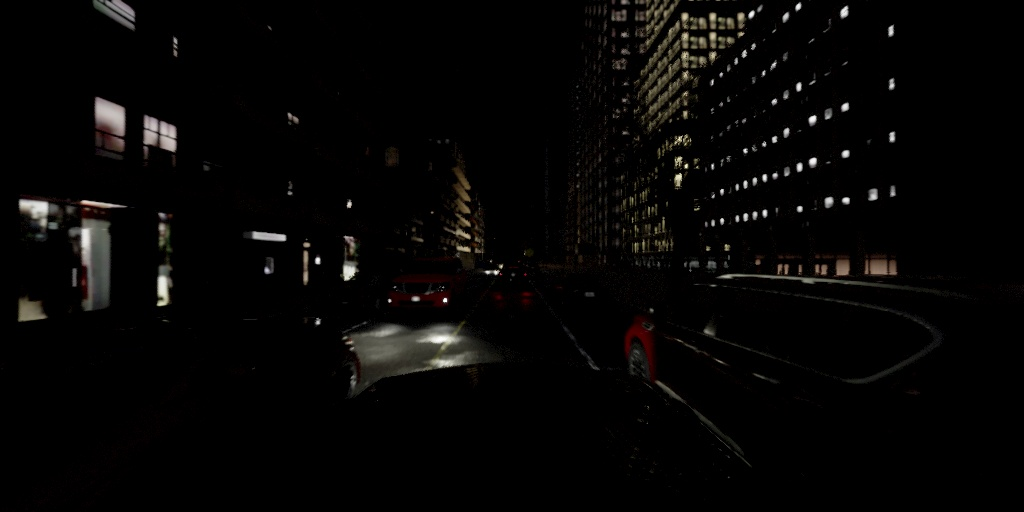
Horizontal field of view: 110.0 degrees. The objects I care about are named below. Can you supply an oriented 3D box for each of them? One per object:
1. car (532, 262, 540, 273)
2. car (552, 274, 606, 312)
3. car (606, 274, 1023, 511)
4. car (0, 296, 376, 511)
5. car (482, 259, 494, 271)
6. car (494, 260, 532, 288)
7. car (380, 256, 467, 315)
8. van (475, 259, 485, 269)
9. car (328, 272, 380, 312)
[{"bbox_3d":[2.681,1.541,47.586,1.948,1.339,4.313,0,0,0],"label":"car"},{"bbox_3d":[2.690,1.374,14.449,1.948,1.339,4.313,0,0,0],"label":"car"},{"bbox_3d":[2.693,1.071,3.405,2.192,1.841,5.009,0,0,0],"label":"car"},{"bbox_3d":[-3.097,1.323,3.316,1.994,1.385,4.181,0,0,0],"label":"car"},{"bbox_3d":[-3.075,1.587,55.607,1.994,1.385,4.181,0,0,0],"label":"car"},{"bbox_3d":[0.096,1.211,24.968,2.097,1.767,4.553,0,0,1],"label":"car"},{"bbox_3d":[-3.093,1.032,14.290,2.150,2.045,5.566,0,0,0],"label":"car"},{"bbox_3d":[-5.704,1.415,64.153,1.690,1.789,3.998,0,0,0],"label":"van"},{"bbox_3d":[-5.691,1.358,14.448,1.888,1.381,4.507,0,0,0],"label":"car"}]
